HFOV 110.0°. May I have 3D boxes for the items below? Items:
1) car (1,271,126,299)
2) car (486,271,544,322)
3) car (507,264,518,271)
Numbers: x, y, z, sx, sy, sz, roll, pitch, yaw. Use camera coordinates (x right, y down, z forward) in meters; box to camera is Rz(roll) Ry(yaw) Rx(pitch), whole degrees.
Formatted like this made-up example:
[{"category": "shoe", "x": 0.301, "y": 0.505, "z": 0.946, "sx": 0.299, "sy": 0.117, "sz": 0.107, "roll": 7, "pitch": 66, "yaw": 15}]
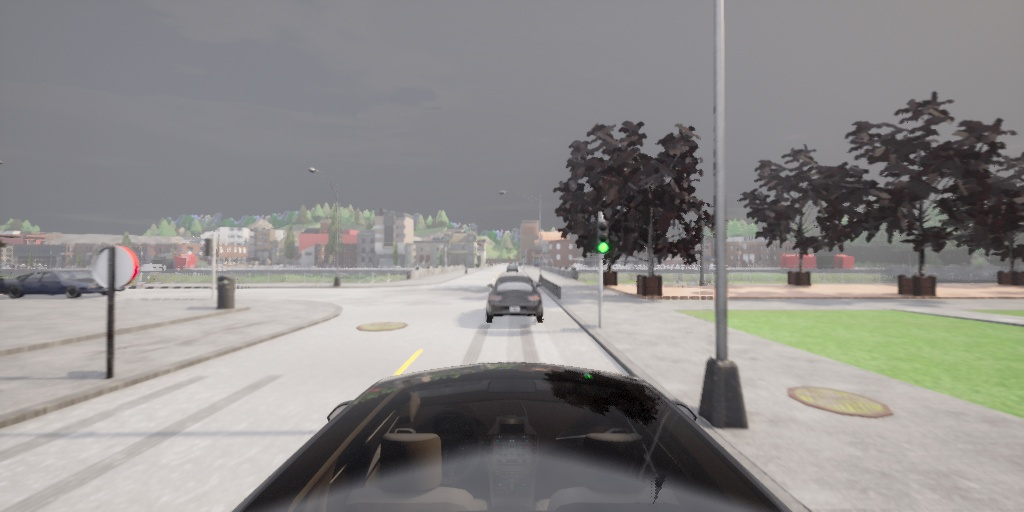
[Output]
[{"category": "car", "x": -24.536, "y": 1.527, "z": 19.526, "sx": 5.357, "sy": 1.411, "sz": 2.033, "roll": 0, "pitch": -1, "yaw": 0}, {"category": "car", "x": 0.088, "y": 1.420, "z": 12.816, "sx": 1.812, "sy": 1.442, "sz": 4.674, "roll": 0, "pitch": -1, "yaw": 0}, {"category": "car", "x": 0.080, "y": 2.090, "z": 62.502, "sx": 1.994, "sy": 1.385, "sz": 4.181, "roll": 0, "pitch": -1, "yaw": 0}]
